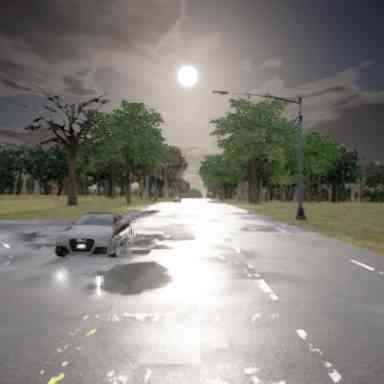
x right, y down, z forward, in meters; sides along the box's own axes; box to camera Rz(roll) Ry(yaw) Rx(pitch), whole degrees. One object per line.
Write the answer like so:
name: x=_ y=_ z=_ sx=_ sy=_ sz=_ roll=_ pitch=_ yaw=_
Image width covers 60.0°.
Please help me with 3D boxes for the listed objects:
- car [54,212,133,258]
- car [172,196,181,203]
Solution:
car: x=-3.492 y=1.467 z=12.512 sx=1.994 sy=1.385 sz=4.181 roll=1 pitch=2 yaw=0
car: x=-3.465 y=1.711 z=75.461 sx=1.837 sy=1.490 sz=4.892 roll=0 pitch=0 yaw=1
